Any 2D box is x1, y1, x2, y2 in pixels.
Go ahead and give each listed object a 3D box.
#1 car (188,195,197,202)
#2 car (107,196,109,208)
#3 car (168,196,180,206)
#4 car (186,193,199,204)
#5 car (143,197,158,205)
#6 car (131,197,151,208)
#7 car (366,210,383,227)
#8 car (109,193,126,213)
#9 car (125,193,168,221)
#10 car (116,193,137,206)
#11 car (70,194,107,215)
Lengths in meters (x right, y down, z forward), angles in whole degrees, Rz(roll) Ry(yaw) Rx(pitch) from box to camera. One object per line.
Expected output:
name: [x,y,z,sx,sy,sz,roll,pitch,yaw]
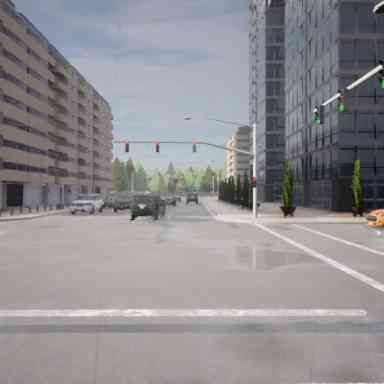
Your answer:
car: [0.098,1.500,74.538,1.837,1.490,4.892,0,0,1]
car: [-10.867,1.352,44.784,2.097,1.767,4.553,0,0,1]
car: [-3.550,1.491,54.615,2.128,1.511,4.902,0,0,1]
car: [0.062,1.221,63.825,2.150,2.045,5.566,0,0,1]
car: [-7.187,1.564,58.379,1.994,1.385,4.181,0,0,1]
car: [-7.325,1.547,48.359,2.033,1.411,5.357,0,0,1]
car: [13.579,1.407,21.101,4.553,1.767,2.097,0,0,0]
car: [-7.419,1.221,38.114,2.150,2.045,5.566,0,0,1]
car: [-3.622,1.227,27.719,2.150,2.045,5.566,1,0,3]
car: [-10.736,1.221,54.985,2.150,2.045,5.566,0,0,1]
car: [-10.928,1.221,34.940,2.150,2.045,5.566,0,0,-1]
